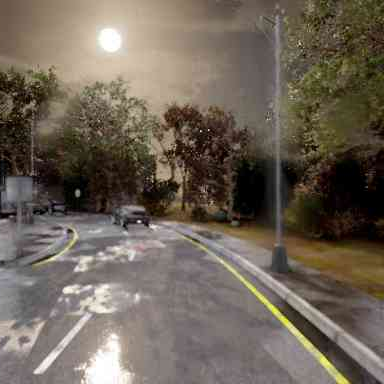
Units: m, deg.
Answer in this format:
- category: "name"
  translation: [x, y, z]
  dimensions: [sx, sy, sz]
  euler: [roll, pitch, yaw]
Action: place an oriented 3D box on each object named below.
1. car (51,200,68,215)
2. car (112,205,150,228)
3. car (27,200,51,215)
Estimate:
- category: "car"
  translation: [-15.787, 1.685, 37.466]
  dimensions: [4.902, 1.511, 2.128]
  euler: [1, 0, 41]
- category: "car"
  translation: [-4.512, 1.713, 24.139]
  dimensions: [1.837, 1.490, 4.892]
  euler: [1, -1, -25]
- category: "car"
  translation: [-17.558, 1.709, 35.502]
  dimensions: [5.357, 1.411, 2.033]
  euler: [1, 0, 41]
